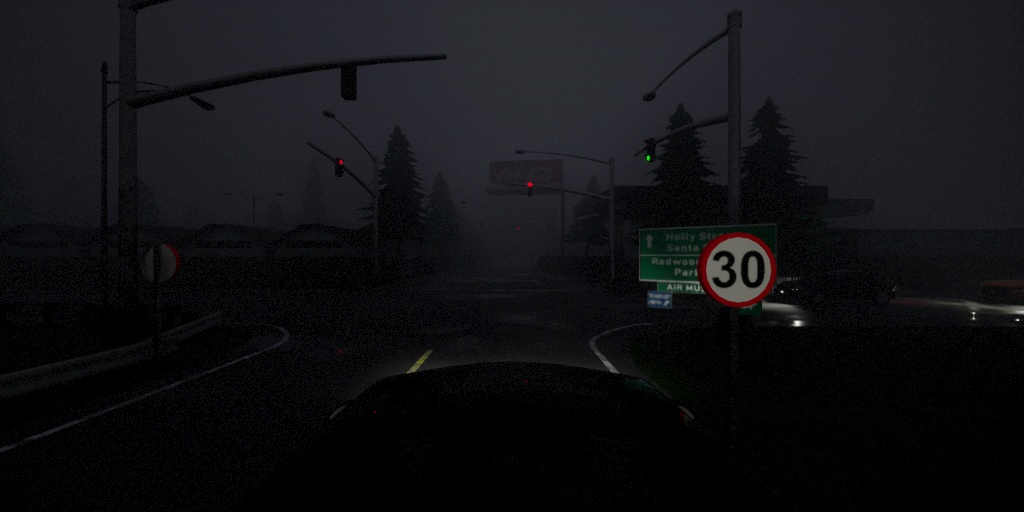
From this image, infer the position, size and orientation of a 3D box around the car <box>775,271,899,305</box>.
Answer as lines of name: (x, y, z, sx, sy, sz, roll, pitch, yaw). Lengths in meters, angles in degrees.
car: (15.195, 1.446, 16.931, 4.892, 1.490, 1.837, 0, 0, 1)

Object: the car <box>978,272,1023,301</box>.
car: (25.131, 1.419, 16.803, 5.008, 1.535, 1.882, 0, 0, 1)
